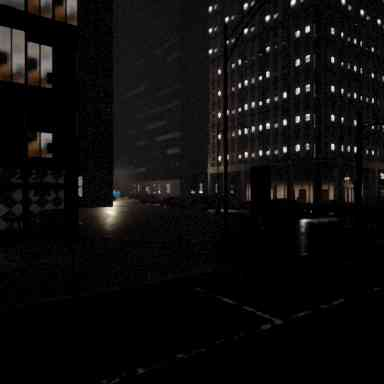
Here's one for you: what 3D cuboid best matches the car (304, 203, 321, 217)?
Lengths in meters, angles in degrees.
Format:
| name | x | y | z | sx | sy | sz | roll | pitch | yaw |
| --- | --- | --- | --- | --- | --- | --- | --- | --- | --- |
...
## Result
| name | x | y | z | sx | sy | sz | roll | pitch | yaw |
| --- | --- | --- | --- | --- | --- | --- | --- | --- | --- |
| car | 8.194 | 1.309 | 28.517 | 1.837 | 1.490 | 4.892 | 0 | 1 | -32 |

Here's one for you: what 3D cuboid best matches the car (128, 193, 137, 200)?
| name | x | y | z | sx | sy | sz | roll | pitch | yaw |
| --- | --- | --- | --- | --- | --- | --- | --- | --- | --- |
| car | -11.500 | 0.864 | 67.811 | 1.947 | 1.339 | 4.313 | 1 | 0 | -36 |

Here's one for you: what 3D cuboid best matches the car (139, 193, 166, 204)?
| name | x | y | z | sx | sy | sz | roll | pitch | yaw |
| --- | --- | --- | --- | --- | --- | --- | --- | --- | --- |
| car | -6.090 | 0.982 | 50.716 | 1.882 | 1.535 | 5.008 | 0 | 1 | -34 |

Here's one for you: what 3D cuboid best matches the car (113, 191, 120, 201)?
| name | x | y | z | sx | sy | sz | roll | pitch | yaw |
| --- | --- | --- | --- | --- | --- | --- | --- | --- | --- |
| car | -14.968 | 0.919 | 58.904 | 1.887 | 1.381 | 4.507 | 1 | 0 | -35 |

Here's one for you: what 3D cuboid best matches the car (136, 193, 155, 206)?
| name | x | y | z | sx | sy | sz | roll | pitch | yaw |
| --- | --- | --- | --- | --- | --- | --- | --- | --- | --- |
| car | -5.419 | 1.094 | 45.025 | 1.752 | 1.417 | 4.829 | 1 | 0 | -33 |

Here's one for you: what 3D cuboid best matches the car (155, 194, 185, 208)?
| name | x | y | z | sx | sy | sz | roll | pitch | yaw |
| --- | --- | --- | --- | --- | --- | --- | --- | --- | --- |
| car | -2.469 | 1.211 | 40.529 | 1.802 | 1.307 | 4.206 | 1 | 0 | -33 |

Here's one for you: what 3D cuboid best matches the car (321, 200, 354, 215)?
| name | x | y | z | sx | sy | sz | roll | pitch | yaw |
| --- | --- | --- | --- | --- | --- | --- | --- | --- | --- |
| car | 13.047 | 1.377 | 31.269 | 1.802 | 1.307 | 4.206 | 1 | 0 | -32 |

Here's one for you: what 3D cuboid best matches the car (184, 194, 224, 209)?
| name | x | y | z | sx | sy | sz | roll | pitch | yaw |
| --- | --- | --- | --- | --- | --- | --- | --- | --- | --- |
| car | 1.557 | 1.155 | 39.023 | 2.128 | 1.511 | 4.902 | 0 | 1 | -33 |

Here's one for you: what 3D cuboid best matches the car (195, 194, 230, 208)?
| name | x | y | z | sx | sy | sz | roll | pitch | yaw |
| --- | --- | --- | --- | --- | --- | --- | --- | --- | --- |
| car | 2.615 | 1.104 | 42.852 | 1.882 | 1.535 | 5.008 | 0 | 1 | -33 |

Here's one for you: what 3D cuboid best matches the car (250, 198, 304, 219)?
| name | x | y | z | sx | sy | sz | roll | pitch | yaw |
| --- | --- | --- | --- | --- | --- | --- | --- | --- | --- |
| car | 6.429 | 1.399 | 26.575 | 1.802 | 1.307 | 4.206 | 1 | 0 | -32 |
